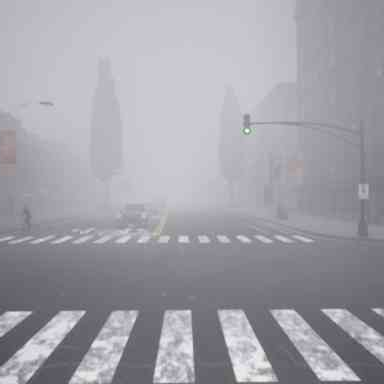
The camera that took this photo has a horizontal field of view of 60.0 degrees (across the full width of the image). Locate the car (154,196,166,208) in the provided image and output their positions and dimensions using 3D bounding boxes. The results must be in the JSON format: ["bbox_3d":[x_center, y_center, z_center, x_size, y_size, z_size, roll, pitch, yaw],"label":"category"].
[{"bbox_3d":[-5.818,1.781,58.857,2.150,2.045,5.566,0,-1,-3],"label":"car"}]

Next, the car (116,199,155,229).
[{"bbox_3d":[-3.972,1.571,23.293,2.097,1.767,4.553,0,-1,-3],"label":"car"}]

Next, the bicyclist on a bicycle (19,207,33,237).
[{"bbox_3d":[-9.168,1.625,18.440,0.582,1.620,1.656,0,0,-2],"label":"bicyclist on a bicycle"}]

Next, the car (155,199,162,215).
[{"bbox_3d":[-4.778,1.876,38.407,1.837,1.490,4.892,0,-1,-3],"label":"car"}]
